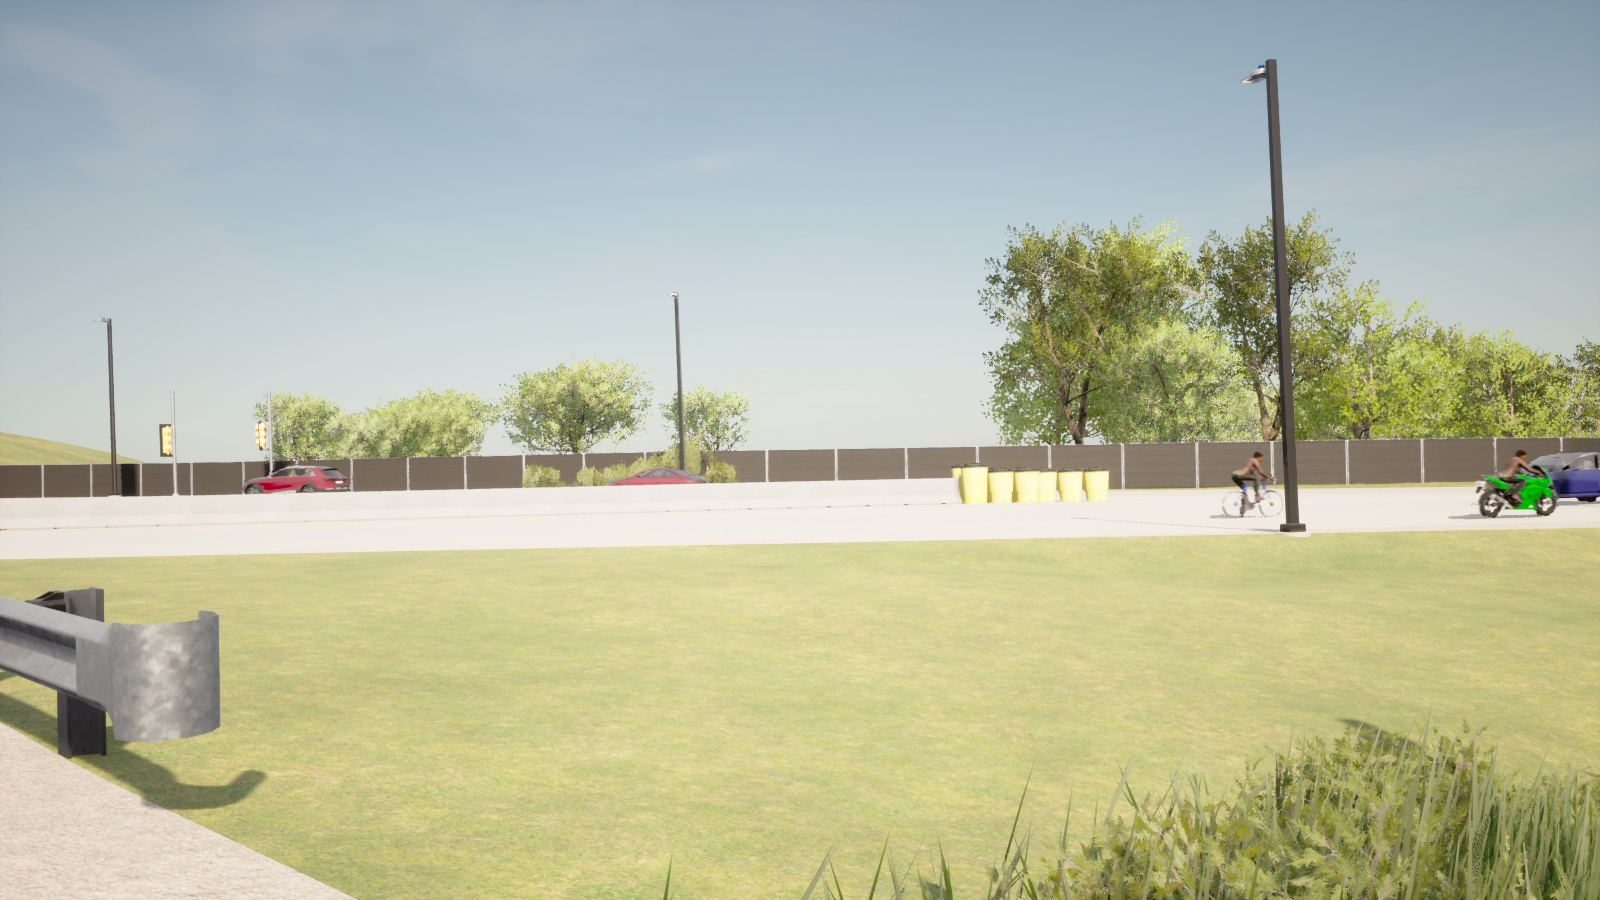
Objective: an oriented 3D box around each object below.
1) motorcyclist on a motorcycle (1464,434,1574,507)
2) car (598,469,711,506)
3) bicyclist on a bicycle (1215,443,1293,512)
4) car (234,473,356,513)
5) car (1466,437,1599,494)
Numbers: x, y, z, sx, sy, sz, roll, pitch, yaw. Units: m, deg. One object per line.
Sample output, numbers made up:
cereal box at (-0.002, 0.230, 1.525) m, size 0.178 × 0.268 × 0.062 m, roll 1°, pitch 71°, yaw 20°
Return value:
motorcyclist on a motorcycle at (15.973, 0.460, 27.919) m, size 2.044 × 1.523 × 0.797 m, roll -2°, pitch -1°, yaw -11°
car at (-6.006, 1.532, 52.107) m, size 4.181 × 1.385 × 1.994 m, roll -2°, pitch 0°, yaw 14°
bicyclist on a bicycle at (11.028, 0.665, 30.500) m, size 1.656 × 1.620 × 0.582 m, roll -2°, pitch -1°, yaw -11°
car at (-22.758, 1.935, 56.664) m, size 4.856 × 1.649 × 2.033 m, roll -1°, pitch 0°, yaw 16°
car at (22.164, 0.413, 36.293) m, size 4.792 × 1.488 × 2.163 m, roll -2°, pitch -1°, yaw -11°
